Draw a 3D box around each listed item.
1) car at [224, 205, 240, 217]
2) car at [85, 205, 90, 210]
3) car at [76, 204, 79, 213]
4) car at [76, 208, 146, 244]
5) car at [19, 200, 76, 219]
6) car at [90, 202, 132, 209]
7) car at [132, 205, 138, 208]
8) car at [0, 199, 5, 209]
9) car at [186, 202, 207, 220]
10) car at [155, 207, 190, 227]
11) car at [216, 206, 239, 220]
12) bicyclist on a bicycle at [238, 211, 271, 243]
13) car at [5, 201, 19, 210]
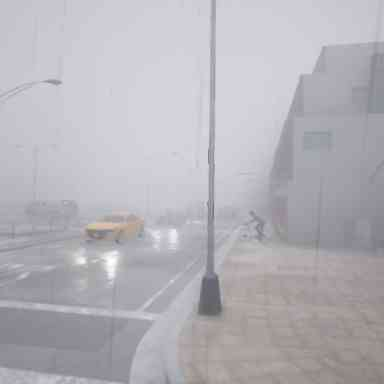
[{"bbox_3d":[6.252,2.886,51.315,2.128,1.511,4.902,1,-1,12],"label":"car"},{"bbox_3d":[-17.302,2.622,61.112,4.514,1.523,2.007,1,-1,11],"label":"car"},{"bbox_3d":[-14.649,1.834,37.237,3.866,1.878,1.905,1,-1,11],"label":"car"},{"bbox_3d":[-4.128,1.895,18.514,1.882,1.535,5.008,1,-2,12],"label":"car"},{"bbox_3d":[-14.827,1.778,34.308,4.605,1.855,1.932,1,-1,11],"label":"car"},{"bbox_3d":[-12.092,2.264,49.766,5.027,1.636,2.152,1,-1,11],"label":"car"},{"bbox_3d":[-11.127,2.517,56.114,3.806,1.475,1.970,1,-1,11],"label":"car"},{"bbox_3d":[-35.545,2.143,61.118,3.866,1.878,1.905,1,-1,11],"label":"car"},{"bbox_3d":[0.571,2.282,41.292,2.150,2.045,5.566,1,-2,11],"label":"car"},{"bbox_3d":[-1.799,2.339,29.879,1.895,1.301,4.718,1,-1,12],"label":"car"},{"bbox_3d":[4.263,2.465,41.326,2.097,1.767,4.553,1,-1,12],"label":"car"},{"bbox_3d":[3.182,1.780,16.889,1.656,1.620,0.582,0,-2,12],"label":"bicyclist on a bicycle"},{"bbox_3d":[-28.495,2.142,56.323,4.605,1.855,1.932,1,-1,11],"label":"car"}]
